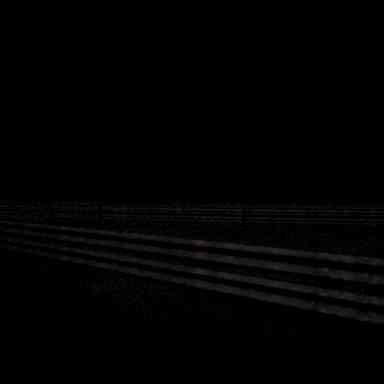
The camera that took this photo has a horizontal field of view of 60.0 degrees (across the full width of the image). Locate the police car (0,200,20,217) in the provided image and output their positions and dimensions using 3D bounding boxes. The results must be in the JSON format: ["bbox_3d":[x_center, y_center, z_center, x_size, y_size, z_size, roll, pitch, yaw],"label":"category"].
[{"bbox_3d":[-19.404,1.538,32.637,5.238,1.638,1.930,0,0,19],"label":"police car"}]
